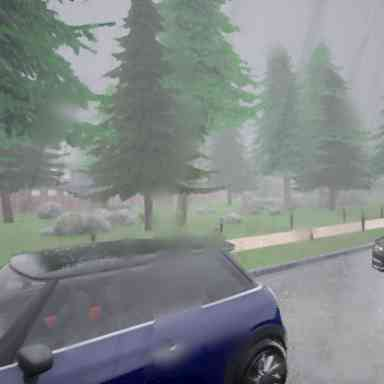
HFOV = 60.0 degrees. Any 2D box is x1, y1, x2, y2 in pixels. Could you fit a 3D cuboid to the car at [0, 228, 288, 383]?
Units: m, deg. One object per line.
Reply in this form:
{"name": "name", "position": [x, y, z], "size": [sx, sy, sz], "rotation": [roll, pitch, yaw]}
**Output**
{"name": "car", "position": [-1.203, 1.339, 3.131], "size": [4.553, 1.767, 2.097], "rotation": [-1, 1, -36]}

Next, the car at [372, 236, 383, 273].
{"name": "car", "position": [6.667, 1.314, 8.873], "size": [4.902, 1.511, 2.128], "rotation": [-1, 1, -36]}
